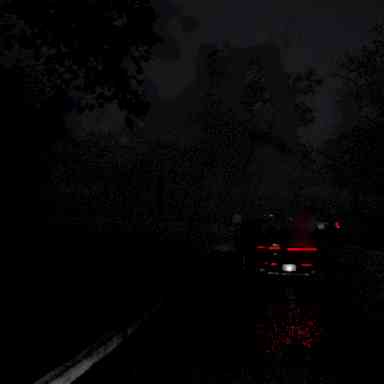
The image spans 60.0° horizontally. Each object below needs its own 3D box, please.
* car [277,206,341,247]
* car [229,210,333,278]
[{"bbox_3d":[4.676,1.438,15.317,2.097,1.767,4.553,0,-1,-13],"label":"car"},{"bbox_3d":[2.299,1.511,10.140,1.837,1.490,4.892,2,0,1],"label":"car"}]
